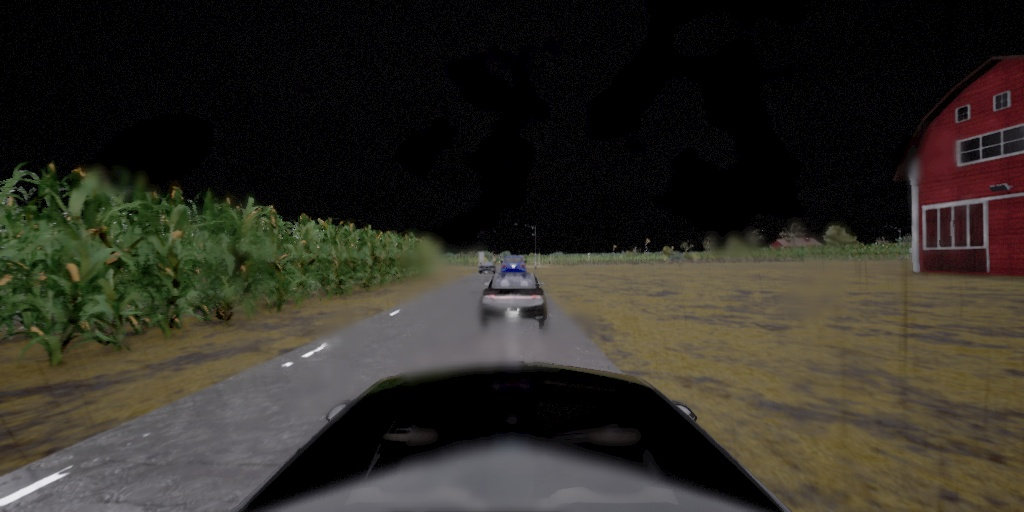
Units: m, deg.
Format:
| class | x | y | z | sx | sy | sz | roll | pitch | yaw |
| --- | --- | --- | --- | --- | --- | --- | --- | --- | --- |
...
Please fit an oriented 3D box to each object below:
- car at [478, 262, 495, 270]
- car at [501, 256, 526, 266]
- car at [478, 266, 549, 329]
| class | x | y | z | sx | sy | sz | roll | pitch | yaw |
| --- | --- | --- | --- | --- | --- | --- | --- | --- | --- |
| car | -2.799 | 1.383 | 41.655 | 2.033 | 1.411 | 5.357 | 0 | 0 | 0 |
| car | 0.132 | 1.008 | 33.182 | 2.150 | 2.045 | 5.566 | 0 | 0 | 0 |
| car | 0.079 | 1.244 | 11.316 | 2.128 | 1.511 | 4.902 | 0 | 0 | 1 |
